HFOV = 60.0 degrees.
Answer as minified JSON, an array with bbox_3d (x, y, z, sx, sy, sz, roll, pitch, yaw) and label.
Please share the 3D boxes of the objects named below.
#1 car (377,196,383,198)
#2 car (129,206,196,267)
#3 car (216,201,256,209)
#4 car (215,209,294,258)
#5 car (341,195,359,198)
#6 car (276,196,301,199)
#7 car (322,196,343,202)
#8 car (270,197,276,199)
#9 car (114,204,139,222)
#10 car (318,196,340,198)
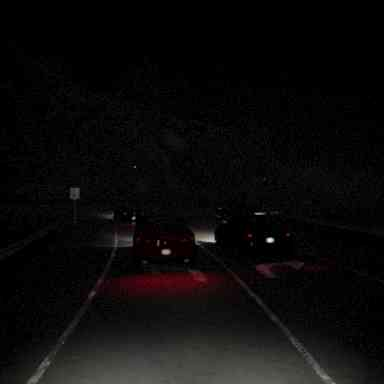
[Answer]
[{"bbox_3d":[39.575,1.484,69.007,4.181,1.385,1.994,0,0,-29],"label":"car"},{"bbox_3d":[-1.072,1.484,11.563,1.882,1.535,5.008,0,0,-9],"label":"car"},{"bbox_3d":[4.423,1.565,33.158,4.181,1.385,1.994,0,0,-31],"label":"car"},{"bbox_3d":[2.228,1.561,12.905,1.994,1.385,4.181,0,0,-10],"label":"car"},{"bbox_3d":[35.275,1.443,74.670,4.892,1.490,1.837,0,0,-25],"label":"car"},{"bbox_3d":[20.794,1.514,68.935,5.357,1.411,2.033,0,0,-18],"label":"car"},{"bbox_3d":[32.704,1.545,77.276,4.718,1.301,1.895,0,0,-25],"label":"car"},{"bbox_3d":[18.645,1.575,71.908,4.718,1.301,1.895,0,0,-18],"label":"car"},{"bbox_3d":[-5.092,1.626,26.611,1.895,1.301,4.718,0,0,-21],"label":"car"},{"bbox_3d":[24.953,1.463,62.948,4.892,1.490,1.837,-1,0,-18],"label":"car"}]
